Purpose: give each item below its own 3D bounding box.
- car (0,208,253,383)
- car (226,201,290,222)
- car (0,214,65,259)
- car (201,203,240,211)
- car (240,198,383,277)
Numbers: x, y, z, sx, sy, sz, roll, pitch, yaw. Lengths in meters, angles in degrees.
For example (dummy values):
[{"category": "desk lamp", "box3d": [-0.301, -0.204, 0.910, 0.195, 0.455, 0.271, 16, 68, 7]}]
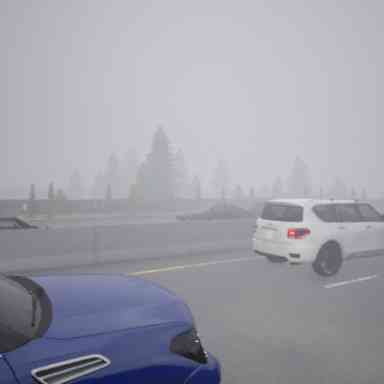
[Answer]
[{"category": "car", "box3d": [-2.413, 1.209, 1.942, 5.566, 2.045, 2.150, 0, 0, -36]}, {"category": "car", "box3d": [5.286, 1.505, 26.554, 4.892, 1.490, 1.837, 0, 0, -24]}, {"category": "car", "box3d": [-7.138, 1.553, 11.647, 4.718, 1.301, 1.895, 0, 0, -34]}, {"category": "car", "box3d": [1.441, 1.459, 20.820, 5.008, 1.535, 1.882, 0, 0, -27]}, {"category": "car", "box3d": [4.467, 1.219, 10.373, 5.566, 2.045, 2.150, 0, 0, -29]}]
